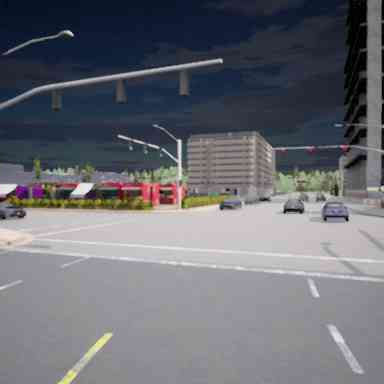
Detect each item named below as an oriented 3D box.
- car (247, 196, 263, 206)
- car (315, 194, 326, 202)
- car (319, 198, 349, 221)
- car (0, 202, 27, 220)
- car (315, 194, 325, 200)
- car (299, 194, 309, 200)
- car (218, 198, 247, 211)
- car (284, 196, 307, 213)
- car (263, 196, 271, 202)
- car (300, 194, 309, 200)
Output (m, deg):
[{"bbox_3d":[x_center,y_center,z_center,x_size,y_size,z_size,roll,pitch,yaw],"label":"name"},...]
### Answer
[{"bbox_3d":[9.406,1.345,52.326,1.837,1.490,4.892,0,0,20],"label":"car"},{"bbox_3d":[26.297,1.310,67.859,1.812,1.442,4.674,0,0,20],"label":"car"},{"bbox_3d":[11.562,1.517,26.959,2.033,1.411,5.357,0,0,20],"label":"car"},{"bbox_3d":[-15.788,1.531,27.429,4.181,1.385,1.994,0,0,20],"label":"car"},{"bbox_3d":[29.801,1.134,77.515,2.033,1.411,5.357,0,0,20],"label":"car"},{"bbox_3d":[26.511,1.143,78.709,1.994,1.385,4.181,0,0,20],"label":"car"},{"bbox_3d":[4.661,1.426,39.314,2.033,1.411,5.357,0,0,20],"label":"car"},{"bbox_3d":[10.764,1.457,35.013,1.994,1.385,4.181,0,0,20],"label":"car"},{"bbox_3d":[14.684,1.395,66.644,1.895,1.301,4.718,0,0,20],"label":"car"},{"bbox_3d":[23.007,1.322,69.053,2.033,1.411,5.357,0,0,20],"label":"car"}]
